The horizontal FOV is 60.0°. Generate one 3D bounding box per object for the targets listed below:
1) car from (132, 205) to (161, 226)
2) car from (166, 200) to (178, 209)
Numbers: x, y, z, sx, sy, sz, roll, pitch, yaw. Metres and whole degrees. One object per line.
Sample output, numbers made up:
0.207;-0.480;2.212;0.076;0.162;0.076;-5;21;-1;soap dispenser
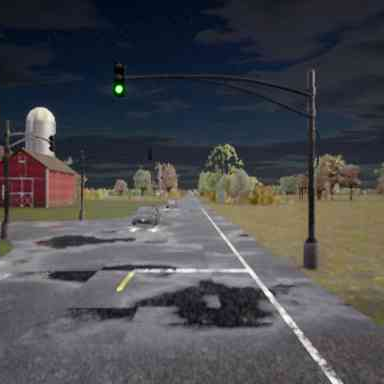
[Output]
-3.482;1.829;26.169;1.837;1.490;4.892;1;-1;0;car
-3.471;2.179;57.156;1.812;1.442;4.674;0;0;0;car
